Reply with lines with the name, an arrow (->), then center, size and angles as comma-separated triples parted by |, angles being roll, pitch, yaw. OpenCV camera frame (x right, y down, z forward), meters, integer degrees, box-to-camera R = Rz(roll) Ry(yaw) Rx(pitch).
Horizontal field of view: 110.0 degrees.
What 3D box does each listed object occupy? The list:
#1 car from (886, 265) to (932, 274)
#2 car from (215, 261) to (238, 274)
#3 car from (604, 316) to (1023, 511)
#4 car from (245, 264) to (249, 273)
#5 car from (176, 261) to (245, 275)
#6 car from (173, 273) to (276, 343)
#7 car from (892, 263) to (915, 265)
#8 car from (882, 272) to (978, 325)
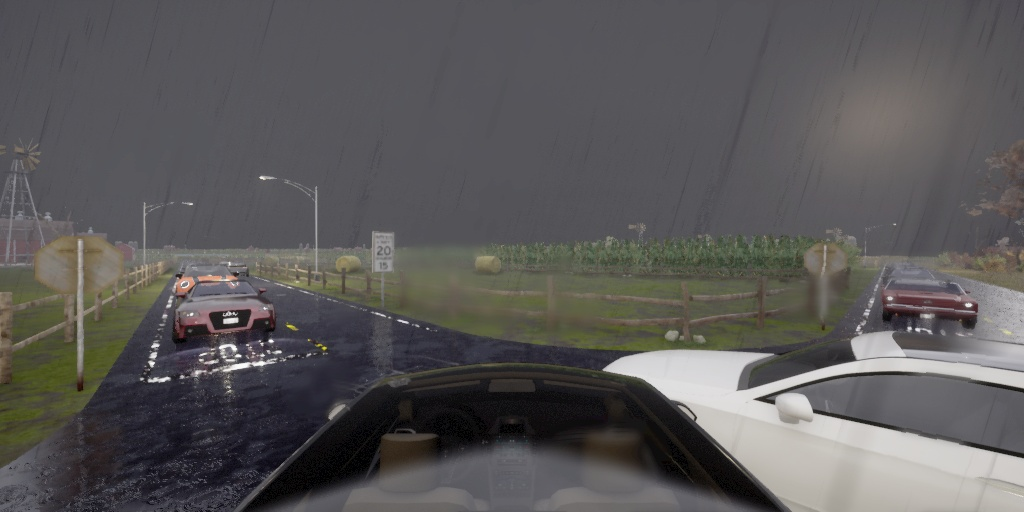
car -> 20.399, 1.365, 18.333 | 5.357, 1.411, 2.033 | 0, 1, -43
car -> -34.172, 1.331, 42.867 | 1.837, 1.490, 4.892 | 0, 0, -42
car -> 2.815, 1.293, 2.513 | 1.812, 1.442, 4.674 | 0, 1, -45
car -> -27.369, 1.305, 35.483 | 2.128, 1.511, 4.902 | 0, 0, -42
car -> -13.894, 1.150, 16.401 | 2.097, 1.767, 4.553 | 0, 0, -42
car -> -8.047, 1.360, 9.981 | 1.994, 1.385, 4.181 | 0, 0, -43
car -> 27.084, 1.405, 24.662 | 4.181, 1.385, 1.994 | 0, 1, -43
car -> 13.394, 1.399, 11.692 | 4.718, 1.301, 1.895 | 0, 1, -44
